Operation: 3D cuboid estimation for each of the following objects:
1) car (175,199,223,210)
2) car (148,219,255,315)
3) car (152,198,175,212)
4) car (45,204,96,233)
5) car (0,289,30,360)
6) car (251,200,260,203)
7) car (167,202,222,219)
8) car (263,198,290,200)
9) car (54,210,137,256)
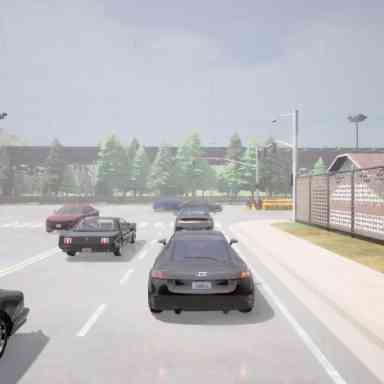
[{"bbox_3d":[0.835,1.525,34.342,4.674,1.442,1.812,0,0,-2],"label":"car"},{"bbox_3d":[0.147,1.564,7.677,1.994,1.385,4.181,0,0,-1],"label":"car"},{"bbox_3d":[-1.982,1.477,37.757,5.008,1.535,1.882,0,0,-2],"label":"car"},{"bbox_3d":[-6.998,1.513,19.934,1.882,1.535,5.008,0,0,0],"label":"car"},{"bbox_3d":[-3.399,1.547,2.602,2.033,1.411,5.357,0,0,0],"label":"car"},{"bbox_3d":[11.749,1.601,52.386,4.718,1.301,1.895,0,0,-2],"label":"car"},{"bbox_3d":[0.118,1.492,16.580,2.128,1.511,4.902,0,0,1],"label":"car"},{"bbox_3d":[12.287,1.601,45.367,4.718,1.301,1.895,0,0,-3],"label":"car"},{"bbox_3d":[-3.399,1.601,12.997,1.895,1.301,4.718,0,0,0],"label":"car"}]
